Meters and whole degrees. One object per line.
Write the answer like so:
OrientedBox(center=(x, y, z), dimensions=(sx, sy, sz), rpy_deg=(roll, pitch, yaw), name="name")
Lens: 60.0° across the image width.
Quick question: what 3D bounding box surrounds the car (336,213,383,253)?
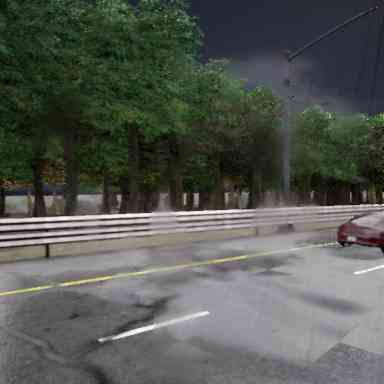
OrientedBox(center=(7.753, 1.568, 13.585), dimensions=(4.674, 1.442, 1.812), rpy_deg=(0, 0, -36), name="car")
